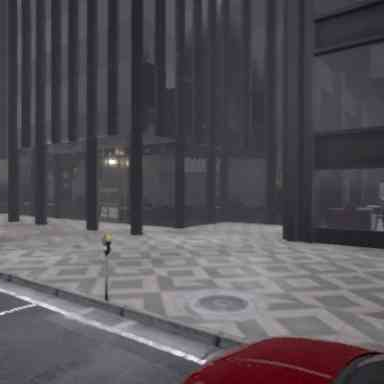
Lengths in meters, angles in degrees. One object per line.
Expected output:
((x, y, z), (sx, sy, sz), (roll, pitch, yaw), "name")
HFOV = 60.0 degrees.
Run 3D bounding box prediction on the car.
((1.885, 1.546, 1.617), (4.507, 1.381, 1.887), (0, 0, 36), "car")
